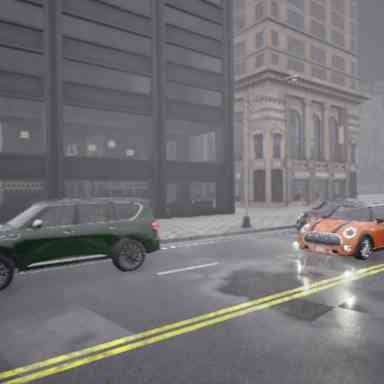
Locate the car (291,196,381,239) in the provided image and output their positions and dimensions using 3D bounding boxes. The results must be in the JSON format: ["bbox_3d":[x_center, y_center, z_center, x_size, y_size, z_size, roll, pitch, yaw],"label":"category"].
[{"bbox_3d":[7.380,1.154,16.882,4.553,1.767,2.097,-1,1,-35],"label":"car"}]

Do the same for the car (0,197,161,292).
[{"bbox_3d":[-3.538,1.196,9.099,5.566,2.045,2.150,-1,0,-35],"label":"car"}]

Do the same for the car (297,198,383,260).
[{"bbox_3d":[5.890,1.207,11.855,4.553,1.767,2.097,-1,1,-35],"label":"car"}]
